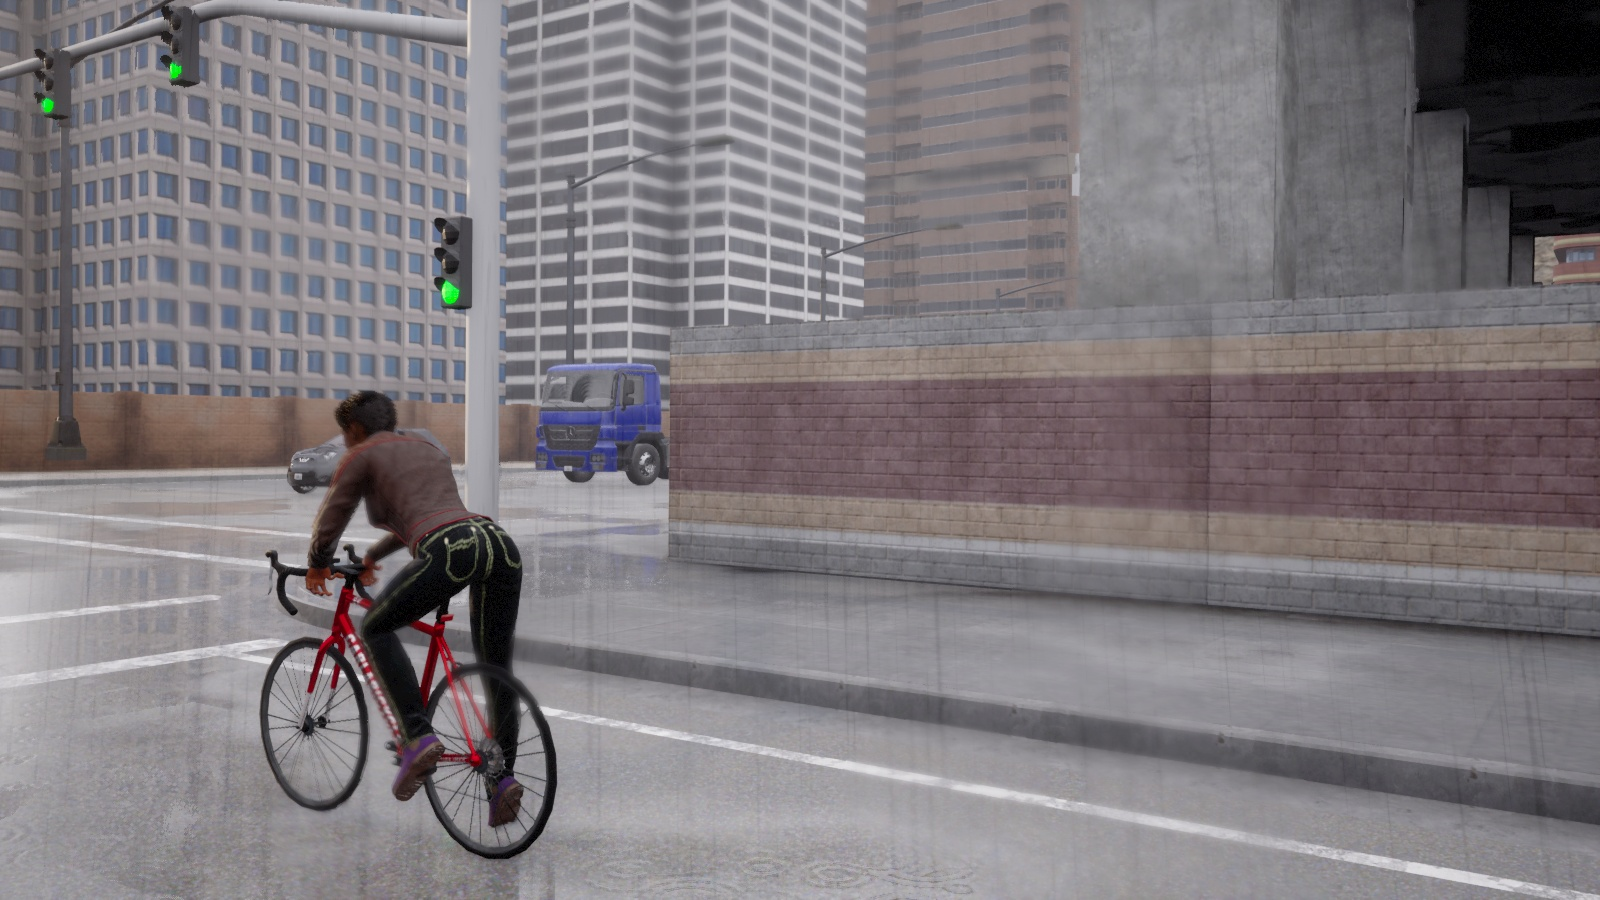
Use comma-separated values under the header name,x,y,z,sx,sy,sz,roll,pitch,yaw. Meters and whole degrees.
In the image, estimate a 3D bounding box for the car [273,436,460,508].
name,x,y,z,sx,sy,sz,roll,pitch,yaw
car,-9.798,0.444,28.592,1.845,1.501,3.633,0,1,34

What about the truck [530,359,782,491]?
name,x,y,z,sx,sy,sz,roll,pitch,yaw
truck,-4.016,-0.721,37.134,2.891,3.462,7.936,0,1,34

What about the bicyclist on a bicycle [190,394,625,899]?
name,x,y,z,sx,sy,sz,roll,pitch,yaw
bicyclist on a bicycle,-1.472,0.635,4.599,1.656,1.620,0.582,0,1,34
